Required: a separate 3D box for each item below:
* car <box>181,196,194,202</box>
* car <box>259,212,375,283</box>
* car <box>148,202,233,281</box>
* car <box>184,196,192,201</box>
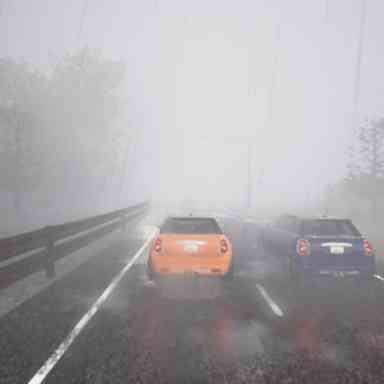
[{"bbox_3d":[-0.701,1.380,55.261,2.097,1.767,4.553,1,0,-1],"label":"car"},{"bbox_3d":[3.450,1.409,10.099,2.097,1.767,4.553,1,0,-1],"label":"car"},{"bbox_3d":[-0.048,1.360,10.063,2.097,1.767,4.553,1,0,-1],"label":"car"},{"bbox_3d":[-1.085,1.630,86.587,1.895,1.301,4.718,1,0,-1],"label":"car"}]
